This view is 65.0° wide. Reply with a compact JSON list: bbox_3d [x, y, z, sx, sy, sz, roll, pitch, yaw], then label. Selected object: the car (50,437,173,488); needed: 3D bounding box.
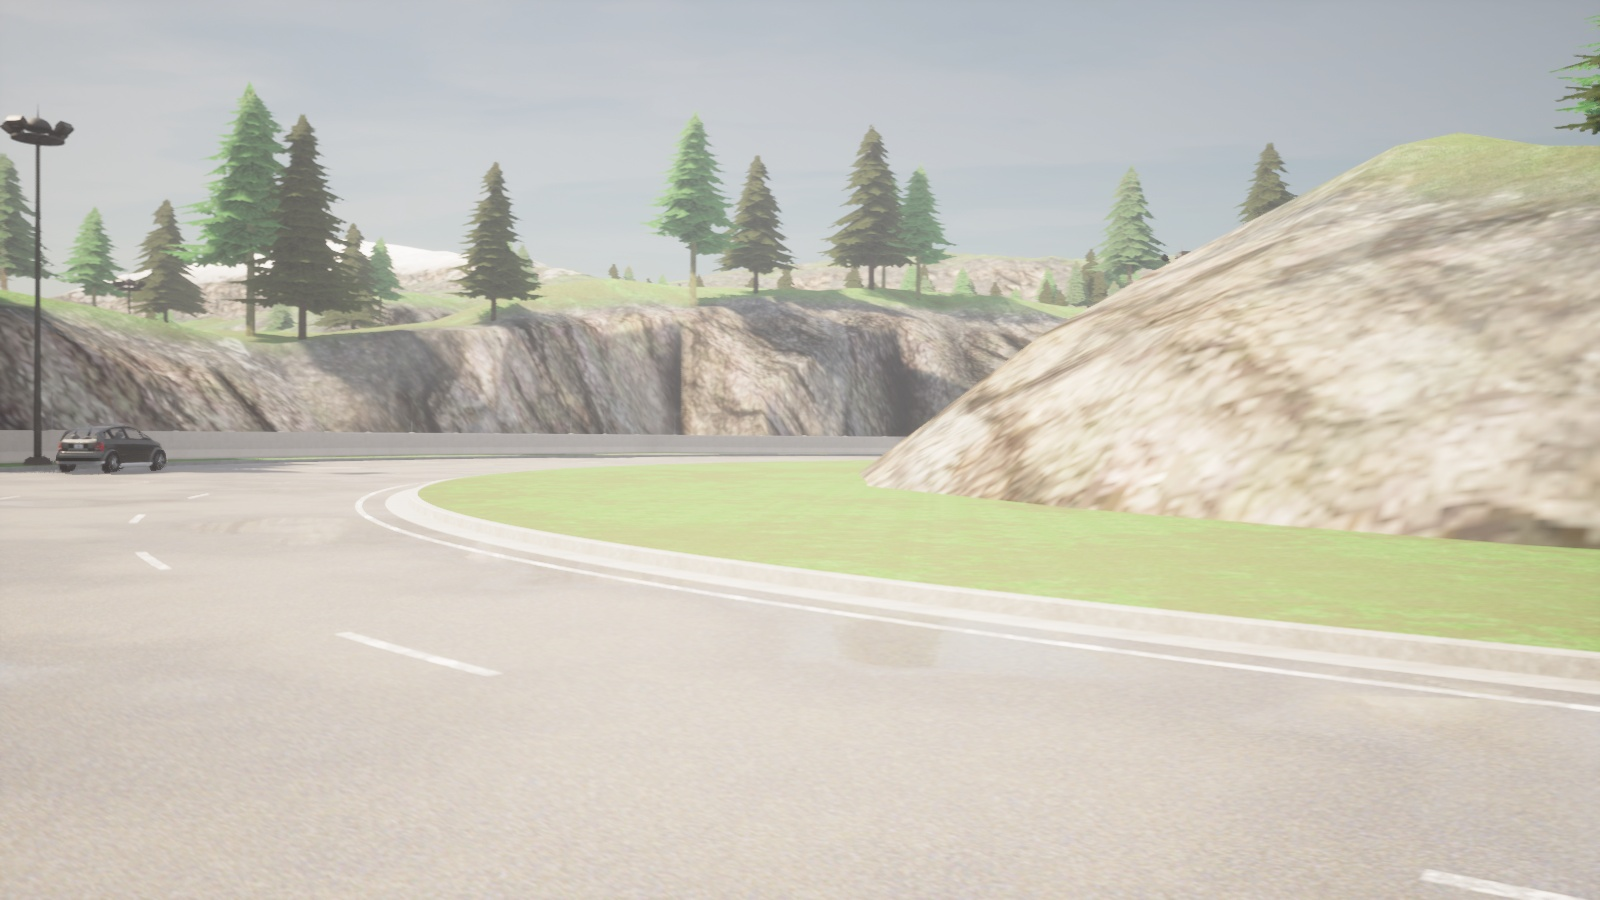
[{"bbox_3d":[-22.586,0.373,41.355,1.789,1.549,3.705,-1,1,5],"label":"car"}]
